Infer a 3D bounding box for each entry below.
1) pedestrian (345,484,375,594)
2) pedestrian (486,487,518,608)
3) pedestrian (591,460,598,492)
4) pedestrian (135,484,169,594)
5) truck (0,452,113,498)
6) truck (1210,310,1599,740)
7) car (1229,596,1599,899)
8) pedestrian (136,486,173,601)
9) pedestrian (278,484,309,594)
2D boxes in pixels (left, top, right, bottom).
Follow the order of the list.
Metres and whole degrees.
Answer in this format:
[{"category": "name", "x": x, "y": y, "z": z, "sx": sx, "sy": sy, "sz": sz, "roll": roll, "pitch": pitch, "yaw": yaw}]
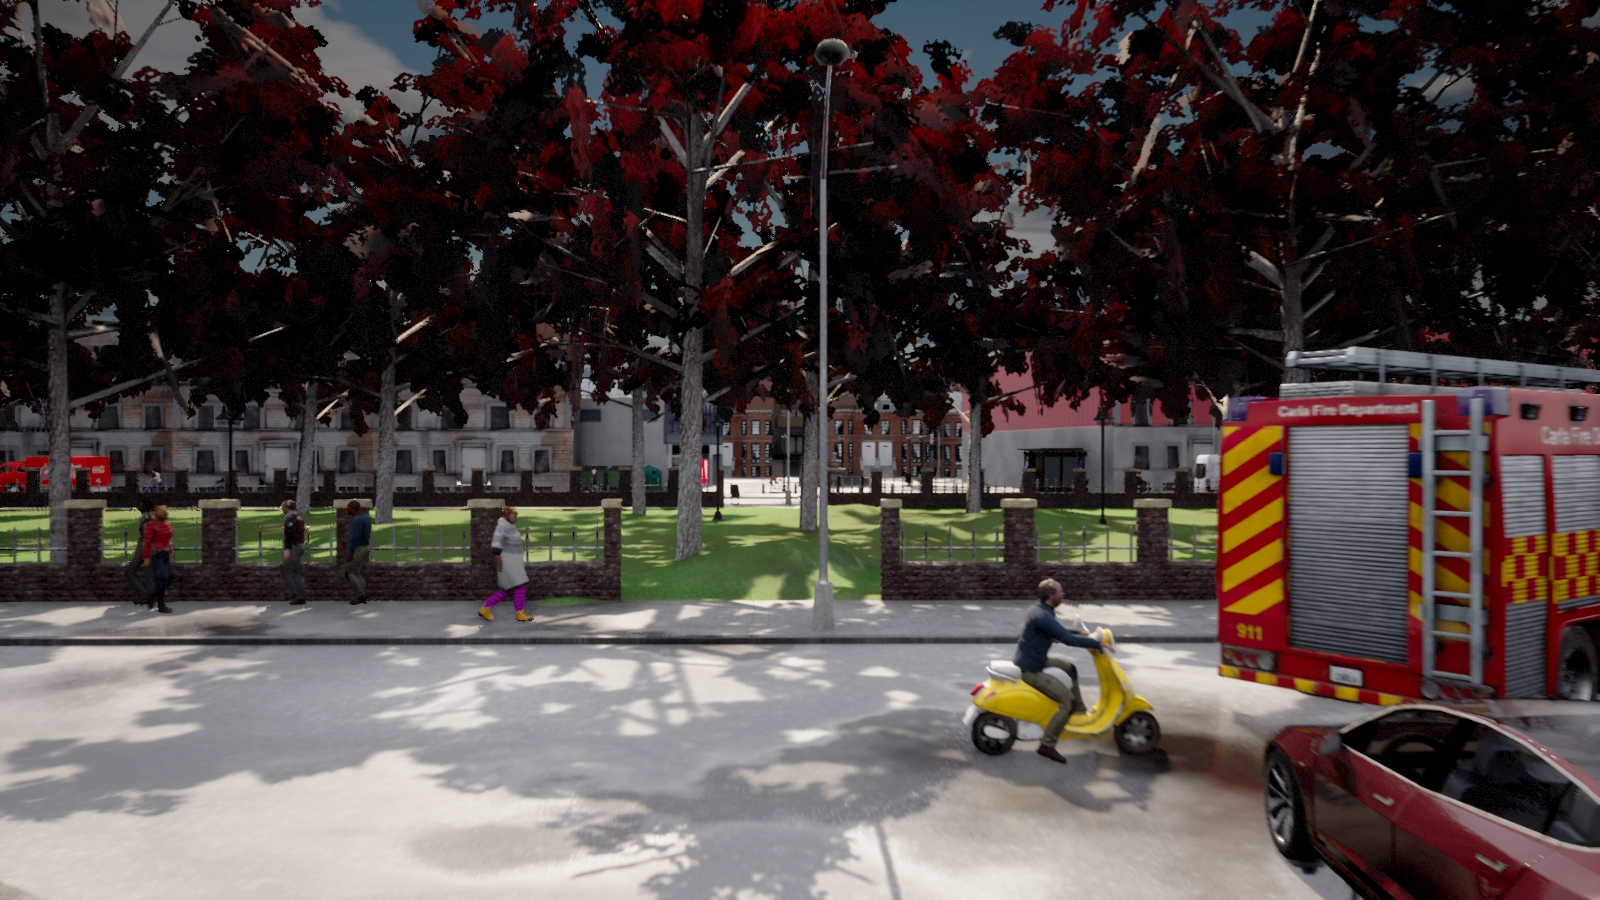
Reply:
[{"category": "pedestrian", "x": -7.597, "y": 1.525, "z": 19.716, "sx": 0.375, "sy": 1.860, "sz": 0.375, "roll": 0, "pitch": 0, "yaw": -1}, {"category": "pedestrian", "x": -4.685, "y": 1.522, "z": 17.972, "sx": 0.375, "sy": 1.860, "sz": 0.375, "roll": 0, "pitch": 0, "yaw": 7}, {"category": "pedestrian", "x": -12.052, "y": 1.522, "z": 67.049, "sx": 0.375, "sy": 1.860, "sz": 0.375, "roll": 0, "pitch": 0, "yaw": -4}, {"category": "pedestrian", "x": -11.147, "y": 1.525, "z": 19.663, "sx": 0.375, "sy": 1.860, "sz": 0.375, "roll": 0, "pitch": 0, "yaw": 0}, {"category": "truck", "x": -41.381, "y": 1.351, "z": 63.208, "sx": 5.204, "sy": 2.467, "sz": 2.627, "roll": 0, "pitch": 0, "yaw": -1}, {"category": "truck", "x": 8.794, "y": 0.668, "z": 13.788, "sx": 8.468, "sy": 3.827, "sz": 2.891, "roll": 0, "pitch": 0, "yaw": -35}, {"category": "car", "x": 4.123, "y": 1.842, "z": 6.135, "sx": 2.163, "sy": 1.488, "sz": 4.792, "roll": 0, "pitch": 0, "yaw": 4}, {"category": "pedestrian", "x": -10.638, "y": 1.524, "z": 18.830, "sx": 0.375, "sy": 1.860, "sz": 0.375, "roll": 0, "pitch": 0, "yaw": 13}, {"category": "pedestrian", "x": -8.720, "y": 1.524, "z": 19.676, "sx": 0.375, "sy": 1.860, "sz": 0.375, "roll": 0, "pitch": 0, "yaw": 0}]
